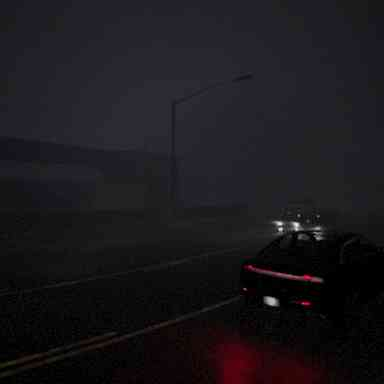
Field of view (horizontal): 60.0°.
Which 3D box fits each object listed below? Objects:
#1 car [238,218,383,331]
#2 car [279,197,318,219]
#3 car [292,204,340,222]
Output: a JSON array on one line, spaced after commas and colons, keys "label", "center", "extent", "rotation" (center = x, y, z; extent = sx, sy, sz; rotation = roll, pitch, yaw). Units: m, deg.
[{"label": "car", "center": [2.950, 1.565, 7.132], "extent": [2.128, 1.511, 4.902], "rotation": [0, -1, 44]}, {"label": "car", "center": [10.500, 1.547, 32.258], "extent": [2.150, 2.045, 5.566], "rotation": [0, -1, 39]}, {"label": "car", "center": [9.988, 1.863, 26.212], "extent": [1.895, 1.301, 4.718], "rotation": [0, -1, 40]}]
